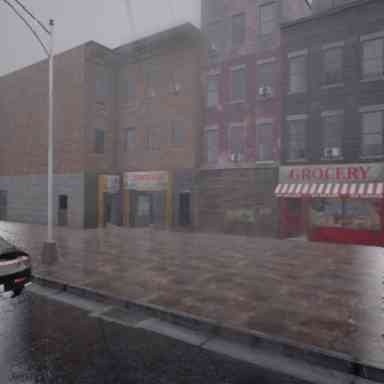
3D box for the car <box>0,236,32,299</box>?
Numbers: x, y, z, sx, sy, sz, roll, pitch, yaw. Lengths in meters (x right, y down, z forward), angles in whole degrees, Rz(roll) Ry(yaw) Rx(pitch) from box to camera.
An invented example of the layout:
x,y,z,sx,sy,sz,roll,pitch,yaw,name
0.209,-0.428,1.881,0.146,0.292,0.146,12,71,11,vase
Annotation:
x,y,z,sx,sy,sz,roll,pitch,yaw,name
-5.424,1.505,7.215,4.902,1.511,2.128,0,0,35,car
